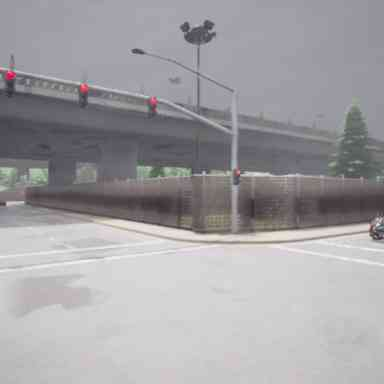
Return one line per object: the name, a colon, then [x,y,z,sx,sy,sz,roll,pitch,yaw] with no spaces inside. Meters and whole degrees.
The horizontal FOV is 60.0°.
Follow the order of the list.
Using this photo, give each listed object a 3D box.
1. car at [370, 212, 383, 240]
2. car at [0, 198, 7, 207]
car: [10.360,1.363,15.673,4.553,1.767,2.097,0,0,-35]
car: [-30.715,1.626,52.860,2.033,1.411,5.357,0,0,-36]
